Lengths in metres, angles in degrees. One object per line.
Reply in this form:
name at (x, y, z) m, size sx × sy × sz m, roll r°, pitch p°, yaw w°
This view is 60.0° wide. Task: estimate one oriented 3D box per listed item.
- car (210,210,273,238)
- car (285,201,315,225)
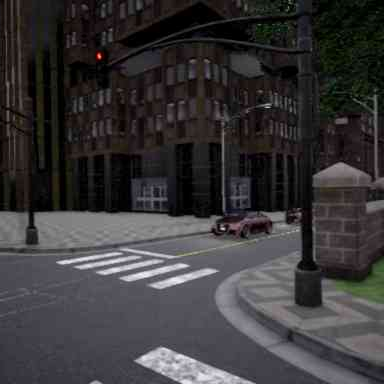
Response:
car at (2.857, 1.728, 18.765) m, size 1.994 × 1.385 × 4.181 m, roll -1°, pitch -1°, yaw 40°
car at (9.090, 1.559, 26.218) m, size 2.097 × 1.767 × 4.553 m, roll -1°, pitch -1°, yaw 40°
